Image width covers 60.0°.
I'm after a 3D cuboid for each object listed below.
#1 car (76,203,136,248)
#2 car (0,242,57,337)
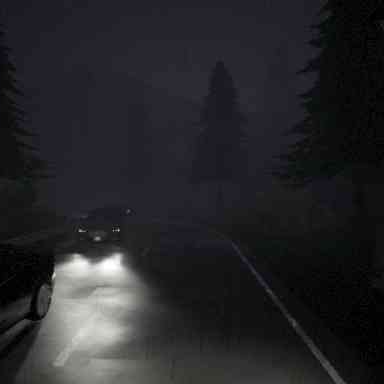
[{"bbox_3d":[-3.853,1.490,14.952,2.128,1.511,4.902,0,0,-7],"label":"car"},{"bbox_3d":[-3.583,1.477,4.491,1.882,1.535,5.008,0,0,0],"label":"car"}]
